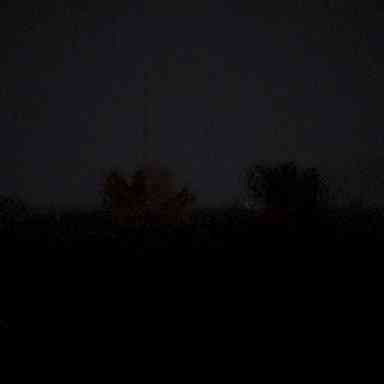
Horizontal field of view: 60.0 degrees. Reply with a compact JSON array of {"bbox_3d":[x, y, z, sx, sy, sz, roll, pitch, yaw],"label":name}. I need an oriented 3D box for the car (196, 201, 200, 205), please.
[{"bbox_3d":[-0.112,2.151,72.559,1.812,1.442,4.674,-1,-1,36],"label":"car"}]

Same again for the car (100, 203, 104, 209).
[{"bbox_3d":[-14.154,2.164,59.146,1.837,1.490,4.892,-1,-1,36],"label":"car"}]
